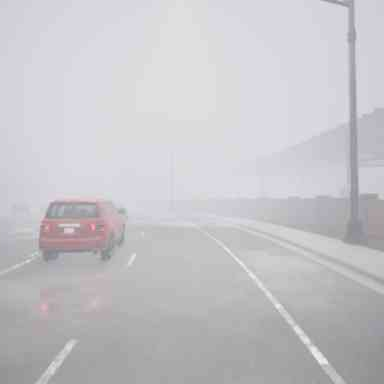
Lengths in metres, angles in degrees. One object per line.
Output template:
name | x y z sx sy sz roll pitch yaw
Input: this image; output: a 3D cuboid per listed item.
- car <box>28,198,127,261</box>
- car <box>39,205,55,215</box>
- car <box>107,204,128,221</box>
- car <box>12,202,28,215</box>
car | -3.876 1.247 12.595 2.150 2.045 5.566 0 0 -5
car | -21.787 2.745 49.953 1.994 1.385 4.181 0 -3 -27
car | -7.137 1.834 31.514 1.812 1.442 4.674 0 -2 -15
car | -26.108 2.502 50.828 2.150 2.045 5.566 0 -2 -28
